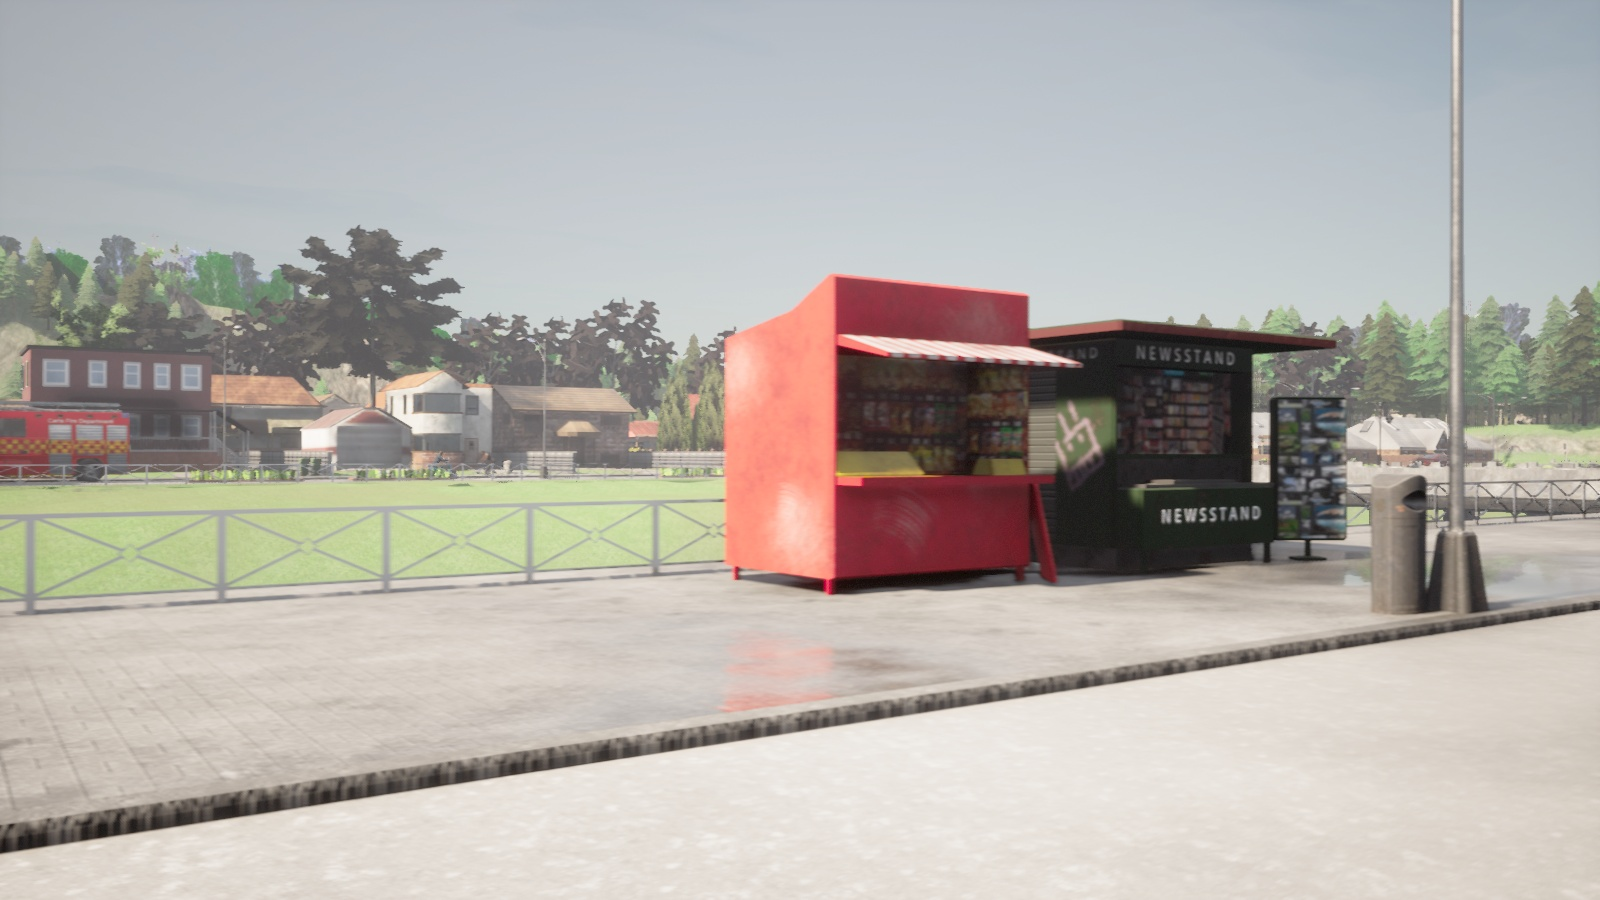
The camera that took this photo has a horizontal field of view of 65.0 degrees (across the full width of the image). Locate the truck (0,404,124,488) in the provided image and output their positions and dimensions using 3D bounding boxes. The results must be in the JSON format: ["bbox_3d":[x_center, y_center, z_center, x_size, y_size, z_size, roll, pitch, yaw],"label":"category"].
[{"bbox_3d":[-36.630,-0.199,58.834,8.468,3.827,2.891,0,0,-35],"label":"truck"}]
